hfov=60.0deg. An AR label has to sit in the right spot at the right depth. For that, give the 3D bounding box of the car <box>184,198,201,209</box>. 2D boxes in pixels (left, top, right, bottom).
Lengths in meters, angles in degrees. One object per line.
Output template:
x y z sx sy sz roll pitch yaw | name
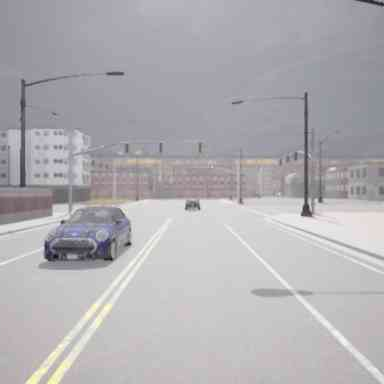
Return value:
0.088 1.450 42.576 1.812 1.442 4.674 0 0 0 | car

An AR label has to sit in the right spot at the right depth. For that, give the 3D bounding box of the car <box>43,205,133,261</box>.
-3.554 1.340 12.157 2.097 1.767 4.553 0 0 0 | car
